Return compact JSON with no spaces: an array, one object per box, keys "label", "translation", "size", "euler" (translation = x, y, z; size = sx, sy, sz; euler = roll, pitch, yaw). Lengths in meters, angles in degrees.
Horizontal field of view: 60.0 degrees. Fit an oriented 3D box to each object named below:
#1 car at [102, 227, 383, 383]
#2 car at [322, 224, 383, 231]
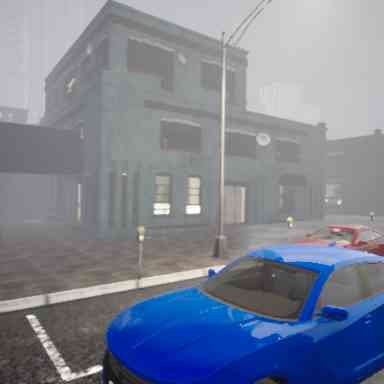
[{"label":"car","translation":[1.371,1.491,4.344],"size":[5.008,1.535,1.882],"euler":[0,0,-35]},{"label":"car","translation":[4.407,1.616,9.687],"size":[4.206,1.307,1.802],"euler":[0,1,-35]}]
